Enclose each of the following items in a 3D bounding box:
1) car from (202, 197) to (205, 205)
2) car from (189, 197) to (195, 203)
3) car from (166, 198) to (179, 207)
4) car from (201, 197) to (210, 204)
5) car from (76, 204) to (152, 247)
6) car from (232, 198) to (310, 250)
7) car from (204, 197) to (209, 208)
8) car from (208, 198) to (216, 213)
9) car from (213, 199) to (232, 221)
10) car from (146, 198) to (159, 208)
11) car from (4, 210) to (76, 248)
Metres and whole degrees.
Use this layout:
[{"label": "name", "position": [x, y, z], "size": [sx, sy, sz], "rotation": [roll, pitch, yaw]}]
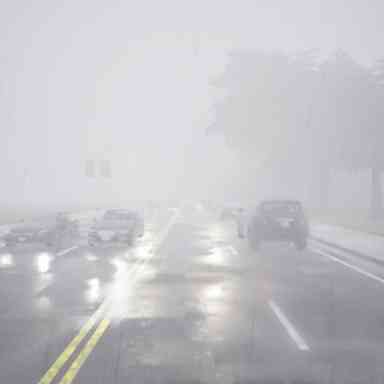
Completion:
[{"label": "car", "position": [3.245, 1.821, 61.294], "size": [1.801, 1.575, 5.366], "rotation": [0, -1, 0]}, {"label": "car", "position": [-0.007, 2.255, 92.041], "size": [2.128, 1.511, 4.902], "rotation": [0, -1, 0]}, {"label": "car", "position": [-3.309, 1.819, 57.048], "size": [2.128, 1.511, 4.902], "rotation": [0, 0, 1]}, {"label": "car", "position": [3.243, 2.045, 83.112], "size": [2.033, 1.649, 4.856], "rotation": [0, -1, 0]}, {"label": "car", "position": [-3.350, 1.542, 15.420], "size": [2.128, 1.511, 4.902], "rotation": [0, 0, 0]}, {"label": "car", "position": [3.352, 1.269, 14.732], "size": [2.150, 2.045, 5.566], "rotation": [0, 0, 0]}, {"label": "car", "position": [3.246, 1.745, 50.102], "size": [1.882, 1.535, 5.008], "rotation": [0, 0, 0]}, {"label": "car", "position": [3.247, 1.708, 39.099], "size": [1.812, 1.442, 4.674], "rotation": [0, 0, 0]}, {"label": "car", "position": [3.248, 1.616, 28.127], "size": [2.163, 1.488, 4.792], "rotation": [0, 0, 0]}, {"label": "car", "position": [-6.565, 1.793, 55.635], "size": [1.882, 1.535, 5.008], "rotation": [0, 0, 0]}, {"label": "car", "position": [-6.601, 1.575, 15.228], "size": [1.812, 1.442, 4.674], "rotation": [0, 0, 0]}]
